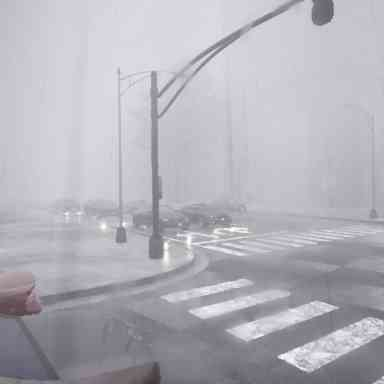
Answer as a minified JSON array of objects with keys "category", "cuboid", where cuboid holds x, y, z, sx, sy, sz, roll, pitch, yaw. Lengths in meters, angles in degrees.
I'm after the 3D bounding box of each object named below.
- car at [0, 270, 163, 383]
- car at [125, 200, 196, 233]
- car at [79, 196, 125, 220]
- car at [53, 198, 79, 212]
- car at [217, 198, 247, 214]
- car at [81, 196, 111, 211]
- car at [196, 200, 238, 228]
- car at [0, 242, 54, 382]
[{"category":"car","cuboid":[-2.641,1.548,1.647,5.357,1.411,2.033,0,0,-37]},{"category":"car","cuboid":[-1.990,1.462,19.807,1.812,1.442,4.674,-1,1,-35]},{"category":"car","cuboid":[-7.413,1.338,27.398,1.882,1.535,5.008,-1,1,-35]},{"category":"car","cuboid":[-13.586,1.322,36.052,2.033,1.411,5.357,-1,1,-36]},{"category":"car","cuboid":[2.912,1.273,30.063,1.812,1.442,4.674,-1,1,-36]},{"category":"car","cuboid":[-11.100,1.251,38.177,1.812,1.442,4.674,-1,1,-35]},{"category":"car","cuboid":[0.676,1.454,21.665,1.994,1.385,4.181,-1,1,-36]},{"category":"car","cuboid":[-4.144,1.545,3.702,4.507,1.381,1.887,0,-1,-36]}]
